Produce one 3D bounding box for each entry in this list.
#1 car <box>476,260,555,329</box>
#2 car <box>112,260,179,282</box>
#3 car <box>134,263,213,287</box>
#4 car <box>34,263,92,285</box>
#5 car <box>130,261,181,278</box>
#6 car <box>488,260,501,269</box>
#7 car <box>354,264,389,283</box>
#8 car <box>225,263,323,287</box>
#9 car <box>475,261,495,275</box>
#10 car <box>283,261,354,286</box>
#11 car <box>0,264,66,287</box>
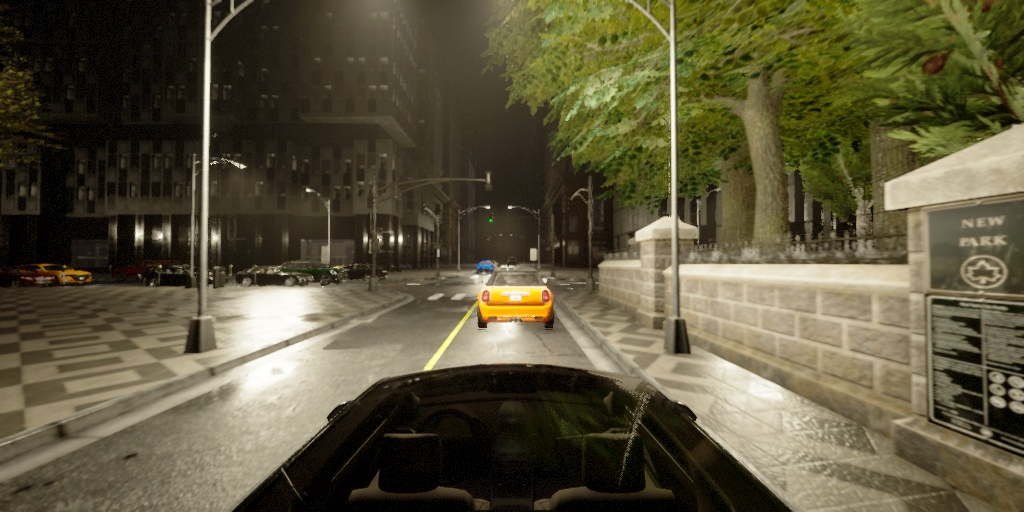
[{"bbox_3d":[0.097,1.119,11.456,2.097,1.767,4.553,0,0,0],"label":"car"},{"bbox_3d":[-31.142,1.249,30.853,5.009,1.841,2.192,0,0,0],"label":"car"},{"bbox_3d":[-20.154,1.296,22.271,4.313,1.339,1.948,0,0,0],"label":"car"},{"bbox_3d":[-32.474,1.284,25.024,5.008,1.535,1.882,0,-1,0],"label":"car"},{"bbox_3d":[-22.969,1.298,24.965,4.892,1.490,1.837,0,-1,0],"label":"car"},{"bbox_3d":[-3.010,1.426,62.374,2.128,1.511,4.902,0,0,0],"label":"car"},{"bbox_3d":[-12.309,1.360,28.295,4.892,1.490,1.837,0,-4,0],"label":"car"},{"bbox_3d":[-14.641,1.274,22.242,4.403,1.370,2.007,0,0,0],"label":"car"},{"bbox_3d":[-3.098,1.333,42.495,1.882,1.535,5.008,0,0,1],"label":"car"},{"bbox_3d":[-13.885,1.134,24.918,4.553,1.767,2.097,0,-1,0],"label":"car"},{"bbox_3d":[-31.180,1.327,22.330,4.207,1.307,1.802,0,0,0],"label":"car"}]
